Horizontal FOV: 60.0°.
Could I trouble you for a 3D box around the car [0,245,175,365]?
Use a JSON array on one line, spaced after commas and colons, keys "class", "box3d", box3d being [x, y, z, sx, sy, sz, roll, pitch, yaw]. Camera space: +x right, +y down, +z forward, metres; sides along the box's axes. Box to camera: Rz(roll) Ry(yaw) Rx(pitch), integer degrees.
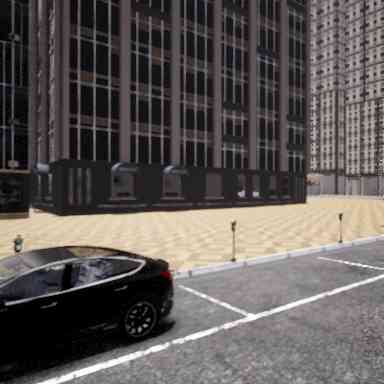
[{"class": "car", "box3d": [-2.273, 1.560, 4.929, 4.313, 1.339, 1.947, -1, 1, -35]}]
